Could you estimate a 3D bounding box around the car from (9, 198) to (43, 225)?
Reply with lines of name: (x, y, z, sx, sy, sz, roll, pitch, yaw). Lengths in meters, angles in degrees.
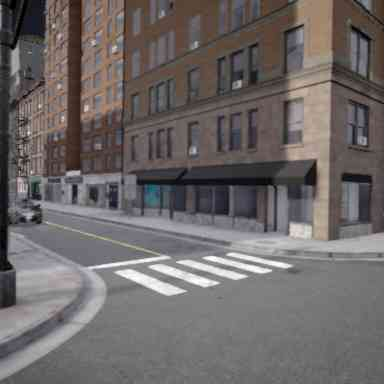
car: (-10.851, 1.160, 20.845, 2.128, 1.511, 4.902, 1, 1, -40)
